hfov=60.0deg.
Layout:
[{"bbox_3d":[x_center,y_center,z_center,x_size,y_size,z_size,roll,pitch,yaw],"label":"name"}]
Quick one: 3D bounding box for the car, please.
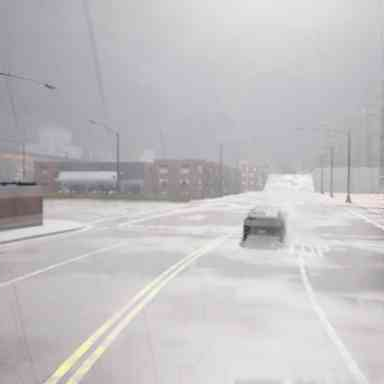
[{"bbox_3d":[3.642,1.471,16.387,2.128,1.511,4.902,1,0,17],"label":"car"}]
